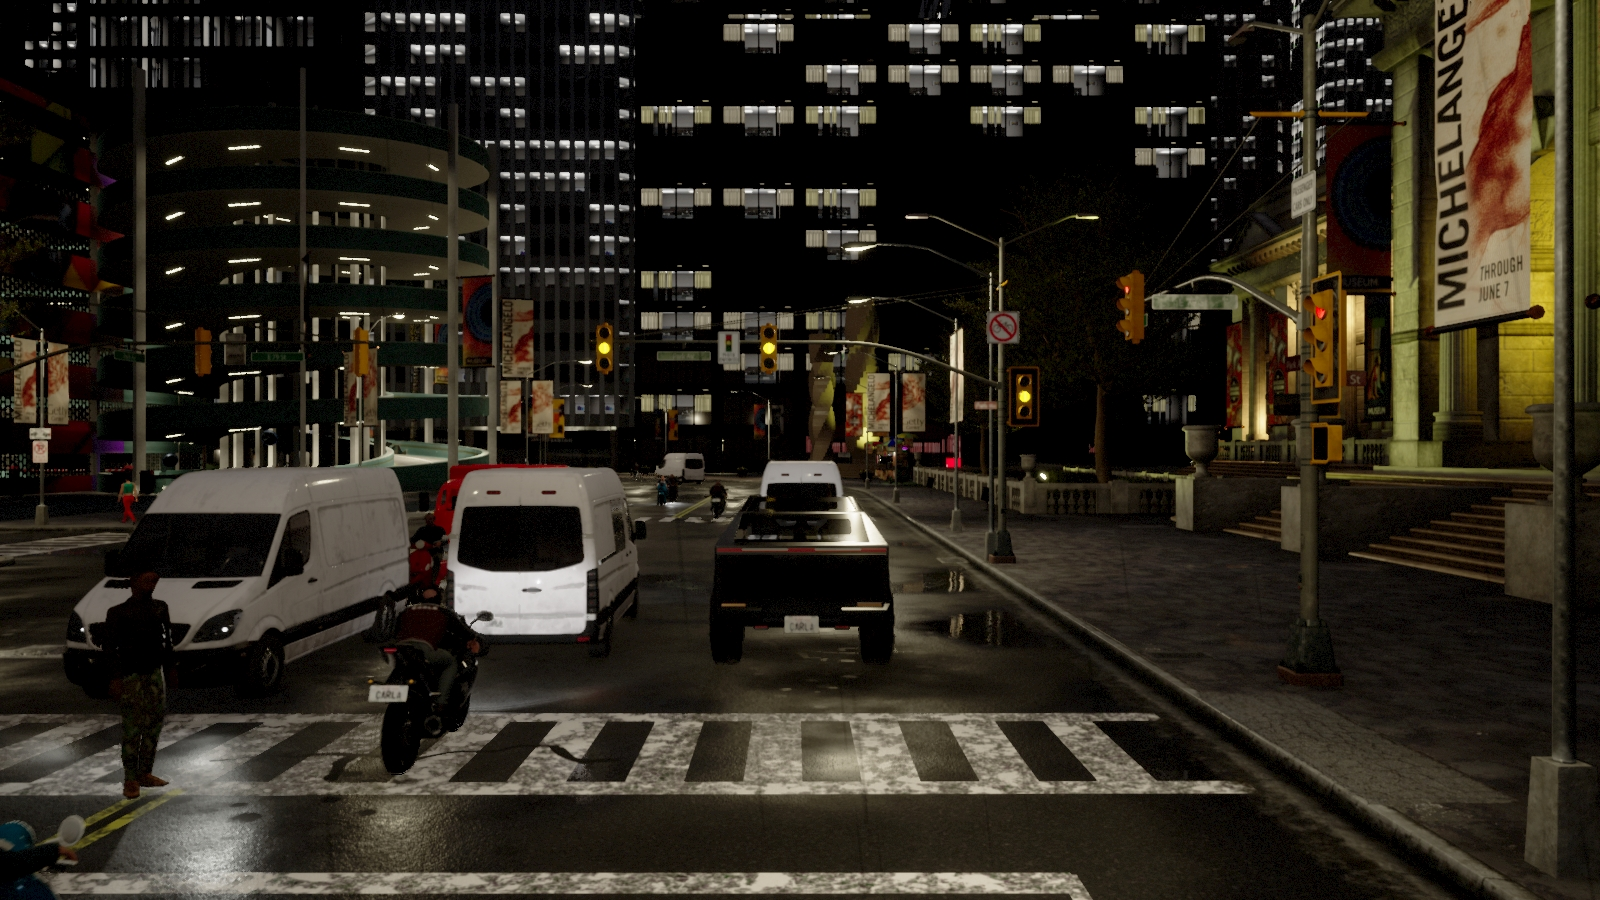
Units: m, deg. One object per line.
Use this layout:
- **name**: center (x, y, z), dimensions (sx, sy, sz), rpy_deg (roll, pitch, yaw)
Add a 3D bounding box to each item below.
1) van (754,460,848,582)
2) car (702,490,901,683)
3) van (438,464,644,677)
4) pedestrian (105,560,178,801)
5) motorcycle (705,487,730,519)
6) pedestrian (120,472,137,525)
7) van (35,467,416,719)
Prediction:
- **van**: center (0.028, 1.534, 27.241), dimensions (1.988, 2.561, 5.915), rpy_deg (0, 0, 0)
- **car**: center (0.025, 1.753, 16.869), dimensions (2.390, 2.098, 6.274), rpy_deg (0, 0, 0)
- **van**: center (-3.631, 1.535, 17.210), dimensions (1.988, 2.561, 5.915), rpy_deg (0, 0, -2)
- **pedestrian**: center (-5.357, 1.848, 9.293), dimensions (0.375, 1.860, 0.375), rpy_deg (0, 0, 29)
- **motorcycle**: center (-3.437, 2.204, 47.914), dimensions (0.867, 1.251, 2.209), rpy_deg (0, 0, 0)
- **pedestrian**: center (-23.534, 1.698, 40.052), dimensions (0.375, 1.860, 0.375), rpy_deg (0, 0, 33)
- **van**: center (-6.990, 1.535, 14.887), dimensions (1.988, 2.561, 5.915), rpy_deg (0, 0, 0)
